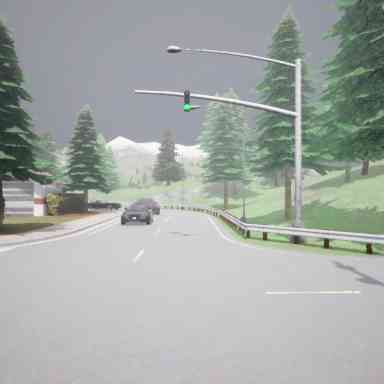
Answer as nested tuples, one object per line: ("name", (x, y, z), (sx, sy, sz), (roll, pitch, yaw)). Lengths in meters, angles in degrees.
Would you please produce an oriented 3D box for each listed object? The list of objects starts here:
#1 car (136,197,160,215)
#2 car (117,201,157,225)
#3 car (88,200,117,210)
("car", (-4.697, 1.352, 33.955), (2.097, 1.767, 4.553), (0, 0, -19))
("car", (-3.898, 1.564, 24.162), (1.994, 1.385, 4.181), (0, 0, -2))
("car", (-11.244, 1.608, 41.717), (4.718, 1.301, 1.895), (0, 0, 14))
